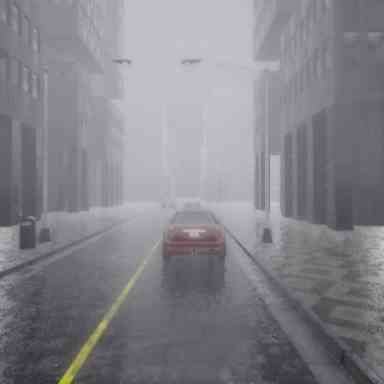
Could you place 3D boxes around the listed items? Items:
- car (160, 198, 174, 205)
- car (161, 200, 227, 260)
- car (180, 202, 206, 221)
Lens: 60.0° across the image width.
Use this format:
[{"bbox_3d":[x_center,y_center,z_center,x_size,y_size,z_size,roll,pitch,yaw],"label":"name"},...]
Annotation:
[{"bbox_3d":[-3.084,1.576,44.317,2.128,1.511,4.902,0,0,0],"label":"car"},{"bbox_3d":[0.083,1.361,12.551,2.097,1.767,4.553,0,0,0],"label":"car"},{"bbox_3d":[0.086,1.597,28.511,1.994,1.385,4.181,0,0,0],"label":"car"}]
